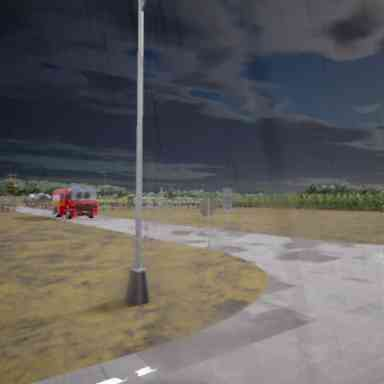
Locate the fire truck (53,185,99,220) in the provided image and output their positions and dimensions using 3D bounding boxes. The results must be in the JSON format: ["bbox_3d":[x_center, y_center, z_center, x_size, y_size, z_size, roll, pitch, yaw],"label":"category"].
[{"bbox_3d":[-13.692,1.151,38.527,2.891,3.827,8.468,1,-1,-35],"label":"fire truck"}]
